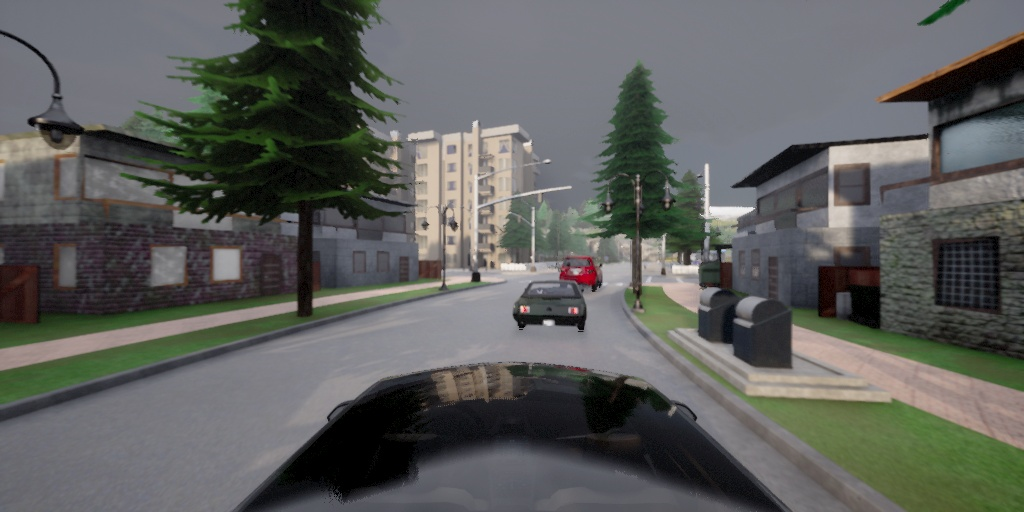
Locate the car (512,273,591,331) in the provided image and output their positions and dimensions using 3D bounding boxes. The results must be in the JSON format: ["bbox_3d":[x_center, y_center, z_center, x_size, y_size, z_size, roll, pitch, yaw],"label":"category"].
[{"bbox_3d":[1.292,1.387,11.124,1.895,1.301,4.718,0,0,9],"label":"car"}]

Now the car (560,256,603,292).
[{"bbox_3d":[4.421,1.054,22.594,2.150,2.045,5.566,0,0,18],"label":"car"}]
